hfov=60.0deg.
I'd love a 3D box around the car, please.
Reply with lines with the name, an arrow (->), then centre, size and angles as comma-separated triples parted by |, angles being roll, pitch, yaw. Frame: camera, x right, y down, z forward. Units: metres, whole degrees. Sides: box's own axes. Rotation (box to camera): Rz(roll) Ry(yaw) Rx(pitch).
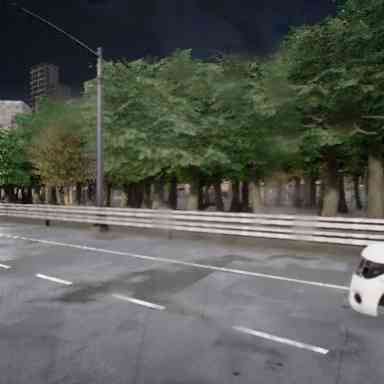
car -> 5.202, 1.222, 4.455 | 5.566, 2.045, 2.150 | 0, 0, 36
